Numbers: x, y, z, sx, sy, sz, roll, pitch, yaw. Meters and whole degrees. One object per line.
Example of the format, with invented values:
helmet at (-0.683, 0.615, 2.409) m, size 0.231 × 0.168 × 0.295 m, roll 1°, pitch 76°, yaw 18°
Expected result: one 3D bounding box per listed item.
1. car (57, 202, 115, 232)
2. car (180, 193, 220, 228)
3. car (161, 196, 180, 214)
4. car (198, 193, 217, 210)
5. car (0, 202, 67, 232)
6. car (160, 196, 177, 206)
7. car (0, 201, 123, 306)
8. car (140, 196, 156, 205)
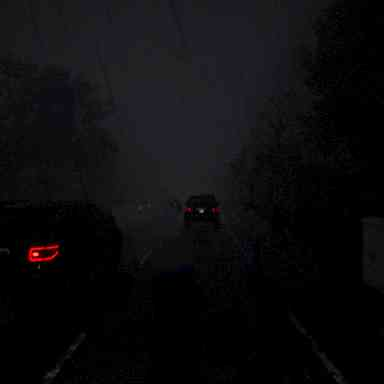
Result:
car at (-6.505, 1.449, 21.084) m, size 1.882 × 1.535 × 5.008 m, roll 0°, pitch 0°, yaw 3°
car at (0.668, 1.197, 21.895) m, size 2.150 × 2.045 × 5.566 m, roll 0°, pitch 0°, yaw 3°
car at (-2.020, 1.448, 35.361) m, size 2.128 × 1.511 × 4.902 m, roll 0°, pitch 0°, yaw 4°
car at (2.088, 1.168, 42.872) m, size 2.150 × 2.045 × 5.566 m, roll 0°, pitch 0°, yaw 5°
car at (-10.010, 1.462, 21.039) m, size 2.128 × 1.511 × 4.902 m, roll 0°, pitch 0°, yaw 3°
car at (-3.896, 1.408, 55.668) m, size 1.882 × 1.535 × 5.008 m, roll 0°, pitch 0°, yaw 6°
car at (-3.284, 1.210, 8.158) m, size 2.150 × 2.045 × 5.566 m, roll 0°, pitch 0°, yaw 1°
car at (-7.372, 1.406, 56.050) m, size 1.882 × 1.535 × 5.008 m, roll 0°, pitch 0°, yaw 6°
